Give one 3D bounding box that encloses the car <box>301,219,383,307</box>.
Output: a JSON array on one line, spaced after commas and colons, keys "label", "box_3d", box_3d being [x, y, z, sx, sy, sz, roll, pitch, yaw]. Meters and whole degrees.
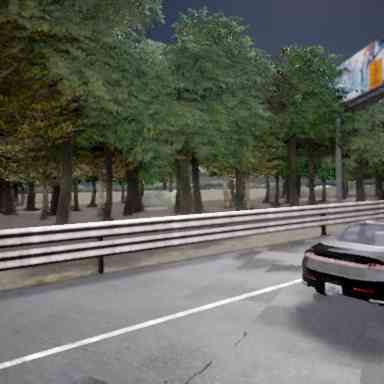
[{"label": "car", "box_3d": [4.325, 1.309, 6.848, 4.902, 1.511, 2.128, -2, 1, -34]}]
